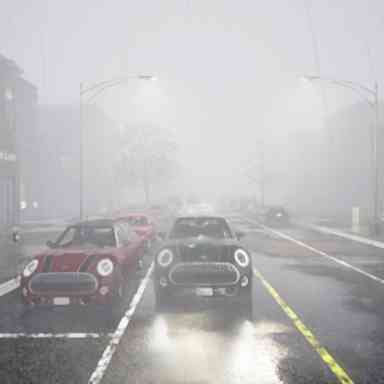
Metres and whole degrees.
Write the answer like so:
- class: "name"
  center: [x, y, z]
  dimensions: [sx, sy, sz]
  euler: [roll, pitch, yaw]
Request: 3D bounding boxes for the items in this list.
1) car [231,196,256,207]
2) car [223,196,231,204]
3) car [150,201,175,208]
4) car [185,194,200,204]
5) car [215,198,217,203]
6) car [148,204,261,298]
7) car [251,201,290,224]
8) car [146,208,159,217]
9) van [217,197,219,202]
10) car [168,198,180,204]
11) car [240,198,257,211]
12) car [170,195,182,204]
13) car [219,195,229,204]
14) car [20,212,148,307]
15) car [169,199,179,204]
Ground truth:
- class: "car"
  center: [5.872, 1.371, 35.797]
  dimensions: [2.192, 1.841, 5.009]
  euler: [-1, 0, 0]
- class: "car"
  center: [5.821, 1.654, 46.893]
  dimensions: [1.802, 1.307, 4.206]
  euler: [-1, 0, 0]
- class: "car"
  center: [-2.453, 1.619, 24.657]
  dimensions: [1.802, 1.307, 4.206]
  euler: [-1, 0, 0]
- class: "car"
  center: [0.083, 1.307, 57.584]
  dimensions: [2.150, 2.045, 5.566]
  euler: [0, 0, 0]
- class: "car"
  center: [5.715, 1.629, 69.256]
  dimensions: [1.752, 1.417, 4.829]
  euler: [-1, 0, 0]
- class: "car"
  center: [0.218, 1.366, 8.753]
  dimensions: [2.097, 1.767, 4.553]
  euler: [0, 0, -1]
- class: "car"
  center: [5.927, 1.605, 24.700]
  dimensions: [1.947, 1.339, 4.313]
  euler: [-1, 0, 0]
- class: "car"
  center: [-2.400, 1.565, 13.561]
  dimensions: [1.887, 1.381, 4.507]
  euler: [-1, 0, 0]
- class: "van"
  center: [5.766, 1.429, 57.989]
  dimensions: [1.690, 1.788, 3.998]
  euler: [-1, 0, 0]
- class: "car"
  center: [-2.506, 1.635, 35.754]
  dimensions: [1.802, 1.307, 4.206]
  euler: [-1, 0, 0]
- class: "car"
  center: [5.901, 1.573, 30.417]
  dimensions: [1.752, 1.417, 4.829]
  euler: [-1, 0, 0]
- class: "car"
  center: [-2.588, 1.393, 52.399]
  dimensions: [2.192, 1.841, 5.009]
  euler: [0, 0, 0]
- class: "car"
  center: [5.794, 1.605, 52.611]
  dimensions: [1.752, 1.417, 4.829]
  euler: [-1, 0, 0]
- class: "car"
  center: [-2.375, 1.452, 8.013]
  dimensions: [1.967, 1.590, 4.097]
  euler: [-1, 0, 0]
- class: "car"
  center: [-2.480, 1.596, 30.205]
  dimensions: [2.008, 1.369, 4.403]
  euler: [-1, 0, 0]
